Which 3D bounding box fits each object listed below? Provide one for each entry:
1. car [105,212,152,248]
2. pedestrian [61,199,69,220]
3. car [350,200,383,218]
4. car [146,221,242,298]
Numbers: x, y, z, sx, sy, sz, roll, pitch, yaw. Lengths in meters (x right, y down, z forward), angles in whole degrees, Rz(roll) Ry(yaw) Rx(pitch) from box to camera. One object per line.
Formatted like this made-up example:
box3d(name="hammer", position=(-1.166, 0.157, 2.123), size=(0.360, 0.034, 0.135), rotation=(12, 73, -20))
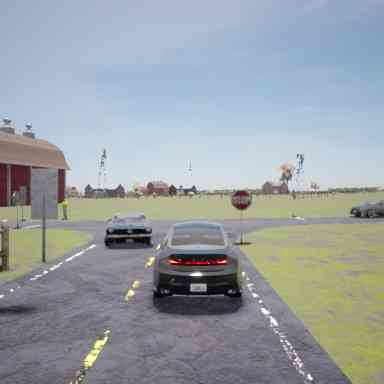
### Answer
box3d(name="car", position=(-2.808, 1.602, 15.135), size=(1.895, 1.301, 4.718), rotation=(0, 0, -10))
box3d(name="pedestrian", position=(-11.139, 1.491, 29.265), size=(0.375, 1.860, 0.375), rotation=(0, 0, 4))
box3d(name="car", position=(14.818, 1.308, 26.310), size=(4.181, 1.385, 1.994), rotation=(-1, 0, -3))
box3d(name="car", position=(0.118, 1.506, 8.520), size=(1.837, 1.490, 4.892), rotation=(0, 0, 0))
